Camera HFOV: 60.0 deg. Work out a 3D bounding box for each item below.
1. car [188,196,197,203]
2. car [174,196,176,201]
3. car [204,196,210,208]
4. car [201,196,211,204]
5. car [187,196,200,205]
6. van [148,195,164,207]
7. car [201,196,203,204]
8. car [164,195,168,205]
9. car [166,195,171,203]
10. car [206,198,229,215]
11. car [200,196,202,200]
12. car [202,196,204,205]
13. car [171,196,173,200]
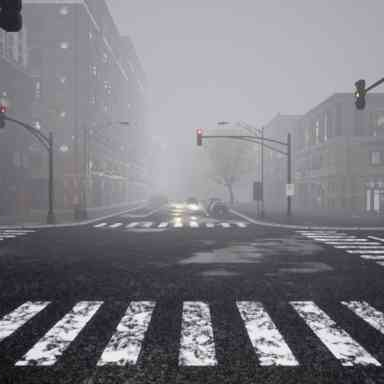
[{"bbox_3d":[0.098,1.540,70.788,1.812,1.442,4.674,0,0,0],"label":"car"},{"bbox_3d":[-5.568,1.687,90.406,1.752,1.417,4.829,0,0,0],"label":"car"},{"bbox_3d":[2.744,1.479,39.292,1.967,1.590,4.097,0,0,0],"label":"car"},{"bbox_3d":[2.782,1.537,67.776,1.967,1.590,4.097,0,0,0],"label":"car"},{"bbox_3d":[0.084,1.556,60.371,1.882,1.535,5.008,0,0,0],"label":"car"},{"bbox_3d":[-5.622,1.399,50.698,1.690,1.788,3.998,0,0,0],"label":"van"},{"bbox_3d":[2.759,1.640,50.686,1.802,1.307,4.206,0,0,0],"label":"car"},{"bbox_3d":[-5.614,1.651,56.395,1.802,1.307,4.206,0,0,0],"label":"car"},{"bbox_3d":[-5.607,1.397,62.092,2.192,1.841,5.009,0,0,0],"label":"car"},{"bbox_3d":[2.736,1.580,33.595,2.008,1.369,4.403,0,0,0],"label":"car"},{"bbox_3d":[2.775,1.633,62.079,2.008,1.369,4.403,0,0,0],"label":"car"},{"bbox_3d":[2.751,1.488,44.988,1.967,1.590,4.097,0,0,0],"label":"car"},{"bbox_3d":[-5.598,1.662,67.789,1.947,1.339,4.313,0,0,0],"label":"car"}]
